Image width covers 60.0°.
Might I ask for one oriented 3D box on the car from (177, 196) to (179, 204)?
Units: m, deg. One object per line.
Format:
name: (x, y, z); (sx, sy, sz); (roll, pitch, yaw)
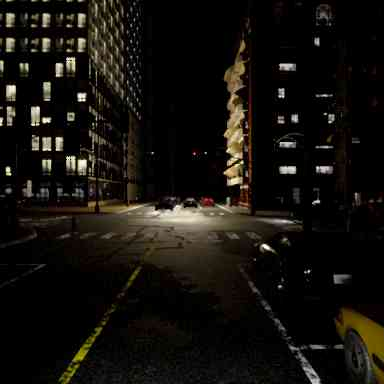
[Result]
car: (-3.408, 1.505, 49.874); (2.128, 1.511, 4.902); (0, 0, 0)

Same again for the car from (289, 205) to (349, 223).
car: (10.280, 1.791, 27.668); (4.181, 1.385, 1.994); (1, 0, -1)

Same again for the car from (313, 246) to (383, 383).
car: (2.675, 1.525, 2.409); (1.752, 1.417, 4.829); (0, 0, 0)

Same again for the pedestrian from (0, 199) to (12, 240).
pedestrian: (-8.360, 1.145, 14.713); (0.375, 1.860, 0.375); (0, 0, 0)

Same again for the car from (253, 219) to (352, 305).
car: (2.640, 1.566, 7.922); (1.947, 1.339, 4.313); (0, 0, 0)

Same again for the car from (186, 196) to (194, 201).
car: (-0.519, 1.591, 82.938); (1.994, 1.385, 4.181); (0, 0, 0)

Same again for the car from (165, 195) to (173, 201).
car: (-6.260, 1.598, 91.051); (2.008, 1.369, 4.403); (0, 0, 0)

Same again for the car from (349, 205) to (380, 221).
car: (14.452, 1.836, 30.337); (4.829, 1.417, 1.752); (1, -1, -1)

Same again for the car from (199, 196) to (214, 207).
car: (2.427, 1.595, 49.945); (1.802, 1.307, 4.206); (0, 0, 0)

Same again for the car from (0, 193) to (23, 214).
car: (-17.882, 1.029, 29.857); (5.009, 1.841, 2.192); (1, -1, -1)

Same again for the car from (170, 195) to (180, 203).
car: (-3.436, 1.505, 69.404); (1.882, 1.535, 5.008); (0, 0, 0)

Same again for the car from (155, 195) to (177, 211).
car: (-3.352, 1.360, 40.826); (2.097, 1.767, 4.553); (0, 0, 0)

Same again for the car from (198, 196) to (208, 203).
car: (2.262, 1.577, 68.510); (2.008, 1.369, 4.403); (0, 0, 0)

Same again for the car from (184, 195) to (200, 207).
car: (-0.208, 1.577, 50.090); (1.994, 1.385, 4.181); (0, 0, 0)

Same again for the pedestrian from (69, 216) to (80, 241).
pedestrian: (-5.454, 1.295, 15.333); (0.375, 1.860, 0.375); (0, 0, 0)
